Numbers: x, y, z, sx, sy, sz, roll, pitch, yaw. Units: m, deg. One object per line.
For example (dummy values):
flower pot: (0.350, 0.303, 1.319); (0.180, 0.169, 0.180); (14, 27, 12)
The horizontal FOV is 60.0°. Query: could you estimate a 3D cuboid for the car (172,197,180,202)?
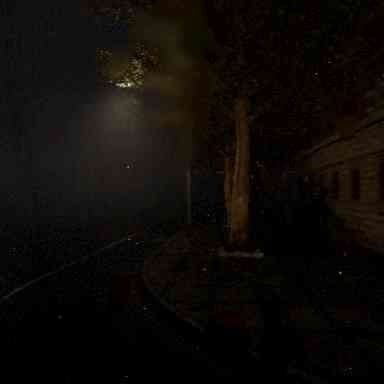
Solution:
car: (-4.540, 2.111, 95.042); (2.033, 1.411, 5.357); (0, 0, 6)
